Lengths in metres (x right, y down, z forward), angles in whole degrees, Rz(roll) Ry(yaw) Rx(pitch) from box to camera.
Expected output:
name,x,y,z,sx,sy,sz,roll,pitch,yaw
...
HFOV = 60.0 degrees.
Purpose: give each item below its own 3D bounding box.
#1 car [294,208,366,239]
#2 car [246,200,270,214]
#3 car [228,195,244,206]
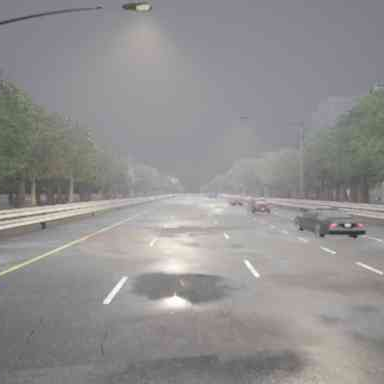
name,x,y,z,sx,sy,sz,roll,pitch,yaw
car,7.004,1.552,17.467,2.033,1.411,5.357,0,0,0
car,7.009,1.543,35.134,1.812,1.442,4.674,0,0,0
car,7.017,1.623,54.187,1.895,1.301,4.718,0,0,0
